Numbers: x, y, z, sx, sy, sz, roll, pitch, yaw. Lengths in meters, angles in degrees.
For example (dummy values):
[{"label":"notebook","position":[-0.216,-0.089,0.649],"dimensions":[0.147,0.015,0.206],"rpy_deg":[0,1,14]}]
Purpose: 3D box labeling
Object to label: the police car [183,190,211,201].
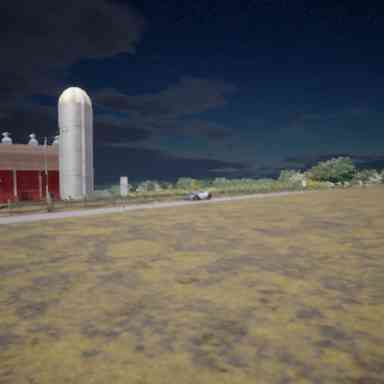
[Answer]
[{"label":"police car","position":[0.701,0.476,47.068],"dimensions":[2.038,1.542,4.974],"rpy_deg":[-2,1,36]}]
